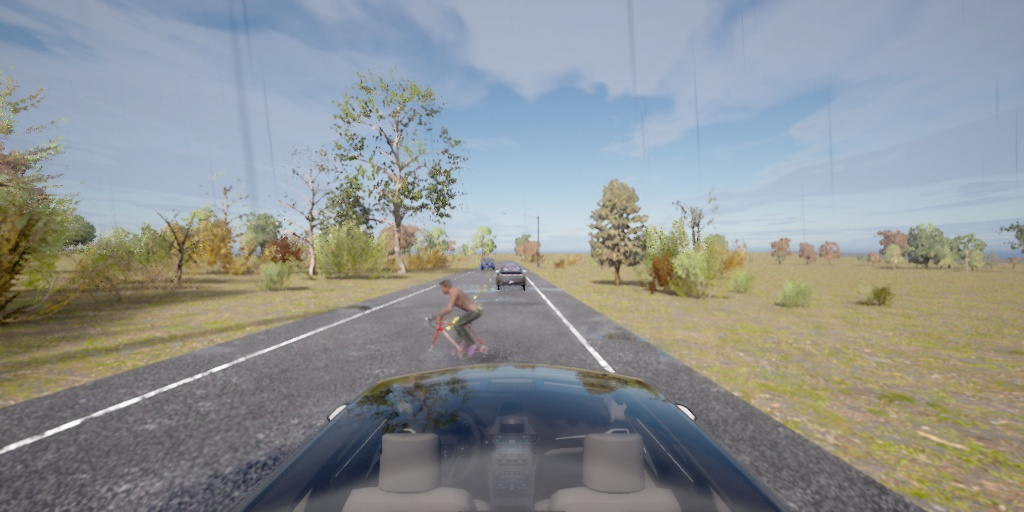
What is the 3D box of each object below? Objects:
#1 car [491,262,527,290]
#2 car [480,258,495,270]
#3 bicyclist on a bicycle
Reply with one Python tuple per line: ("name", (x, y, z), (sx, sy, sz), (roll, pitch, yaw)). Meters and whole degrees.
("car", (-0.058, 1.364, 23.881), (2.128, 1.511, 4.902), (0, 0, 0))
("car", (-3.964, 1.310, 59.124), (2.150, 2.045, 5.566), (0, -1, 0))
("bicyclist on a bicycle", (-0.983, 1.231, 6.386), (1.656, 1.620, 0.582), (-2, 0, 0))
